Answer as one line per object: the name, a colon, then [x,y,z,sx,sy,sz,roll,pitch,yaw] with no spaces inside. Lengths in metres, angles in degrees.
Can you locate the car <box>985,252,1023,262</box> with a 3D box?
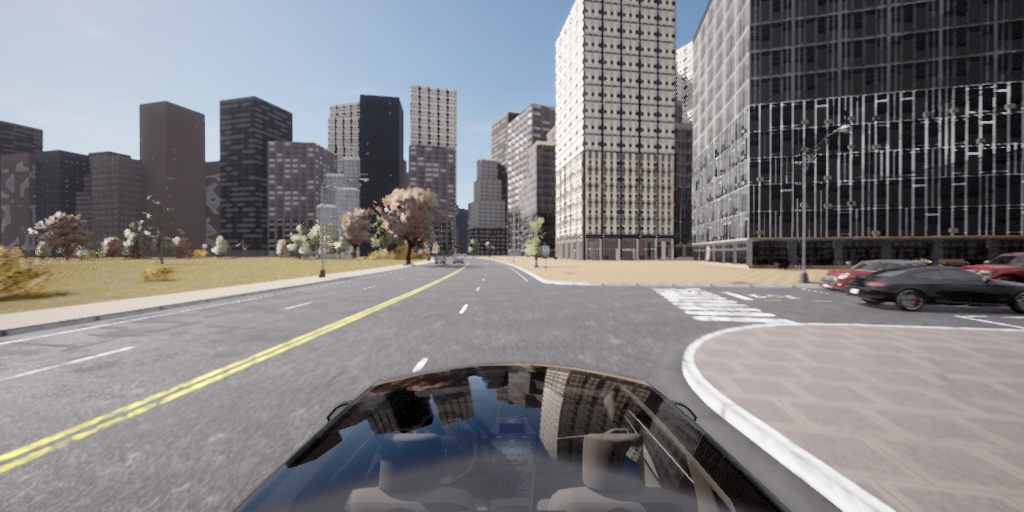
car: [22.730,0.739,15.657,5.009,1.841,2.192,0,0,14]

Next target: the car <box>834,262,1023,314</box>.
car: [14.141,1.038,11.931,4.674,1.442,1.812,0,0,14]

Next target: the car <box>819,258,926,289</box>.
car: [17.251,0.902,17.024,4.097,1.591,1.967,0,0,14]
